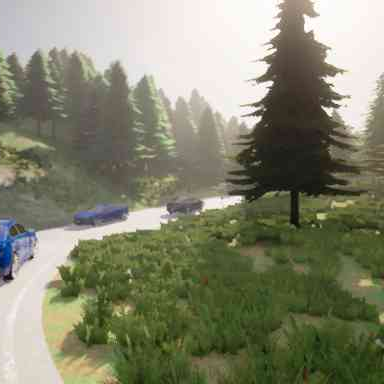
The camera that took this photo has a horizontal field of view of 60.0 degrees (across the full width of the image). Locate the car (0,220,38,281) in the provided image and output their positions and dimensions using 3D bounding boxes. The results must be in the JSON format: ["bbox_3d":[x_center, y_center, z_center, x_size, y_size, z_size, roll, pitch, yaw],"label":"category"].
[{"bbox_3d":[-5.945,1.567,9.886,1.882,1.535,5.008,0,0,-16],"label":"car"}]

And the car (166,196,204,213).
[{"bbox_3d":[-0.525,1.109,30.531,1.837,1.490,4.892,0,4,28],"label":"car"}]

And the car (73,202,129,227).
[{"bbox_3d":[-6.894,1.644,25.613,1.882,1.535,5.008,0,4,27],"label":"car"}]
